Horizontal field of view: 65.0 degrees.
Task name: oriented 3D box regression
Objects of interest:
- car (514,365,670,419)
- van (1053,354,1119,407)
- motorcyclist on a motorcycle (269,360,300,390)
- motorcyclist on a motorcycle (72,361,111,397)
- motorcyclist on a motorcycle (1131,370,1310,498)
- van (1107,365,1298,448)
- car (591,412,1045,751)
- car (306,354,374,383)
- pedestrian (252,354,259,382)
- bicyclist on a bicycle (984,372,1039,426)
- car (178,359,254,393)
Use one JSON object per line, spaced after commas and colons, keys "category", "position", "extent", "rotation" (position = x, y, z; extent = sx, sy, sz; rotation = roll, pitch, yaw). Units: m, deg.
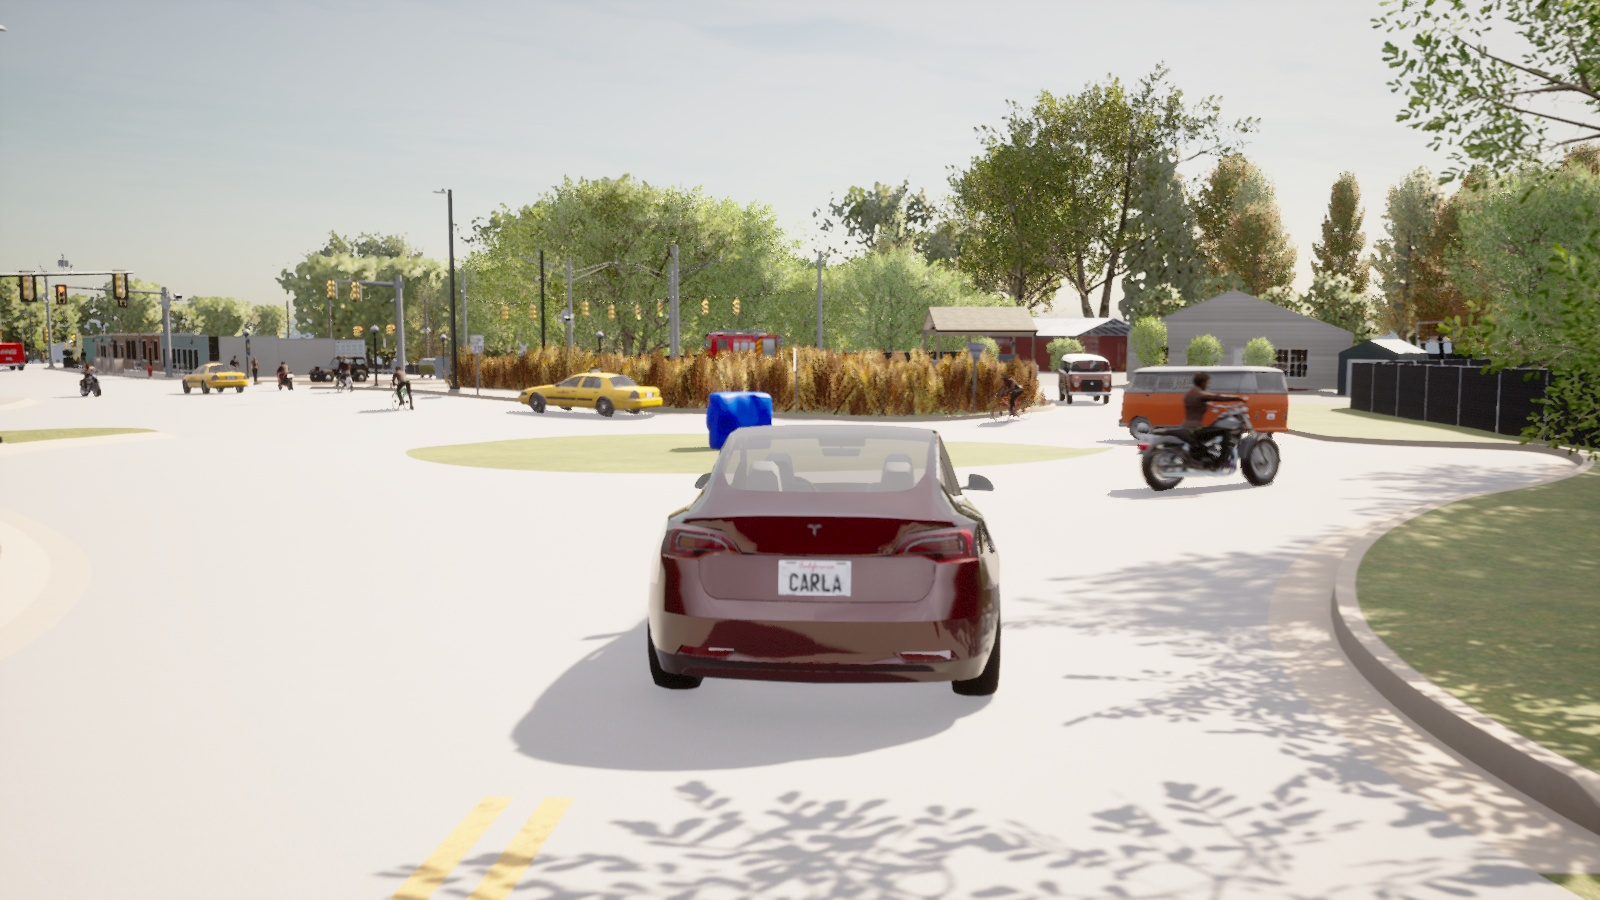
{"category": "car", "position": [-7.264, -2.063, 43.703], "extent": [5.366, 1.575, 1.801], "rotation": [4, 7, 28]}
{"category": "van", "position": [12.060, -2.999, 53.164], "extent": [2.069, 2.038, 4.480], "rotation": [0, 6, 5]}
{"category": "motorcyclist on a motorcycle", "position": [-26.416, -3.859, 64.361], "extent": [0.797, 1.523, 2.044], "rotation": [-5, 6, -40]}
{"category": "motorcyclist on a motorcycle", "position": [-33.174, -3.340, 58.782], "extent": [2.350, 1.649, 0.766], "rotation": [3, 7, 43]}
{"category": "motorcyclist on a motorcycle", "position": [5.740, -0.255, 17.136], "extent": [2.350, 1.649, 0.766], "rotation": [-2, 4, -21]}
{"category": "van", "position": [10.283, -1.160, 32.391], "extent": [1.775, 1.987, 4.442], "rotation": [-1, 3, -37]}
{"category": "car", "position": [0.260, 0.549, 8.398], "extent": [2.163, 1.488, 4.792], "rotation": [0, 3, 5]}
{"category": "car", "position": [-30.854, -5.464, 84.273], "extent": [1.905, 1.878, 3.866], "rotation": [5, 6, 44]}
{"category": "pedestrian", "position": [-35.950, -5.437, 82.927], "extent": [0.331, 1.846, 0.634], "rotation": [-2, 6, -23]}
{"category": "bicyclist on a bicycle", "position": [7.032, -1.711, 41.646], "extent": [1.656, 1.620, 0.582], "rotation": [-8, 5, -26]}
{"category": "car", "position": [-28.510, -3.618, 61.191], "extent": [1.801, 1.575, 5.366], "rotation": [-5, 6, -42]}
